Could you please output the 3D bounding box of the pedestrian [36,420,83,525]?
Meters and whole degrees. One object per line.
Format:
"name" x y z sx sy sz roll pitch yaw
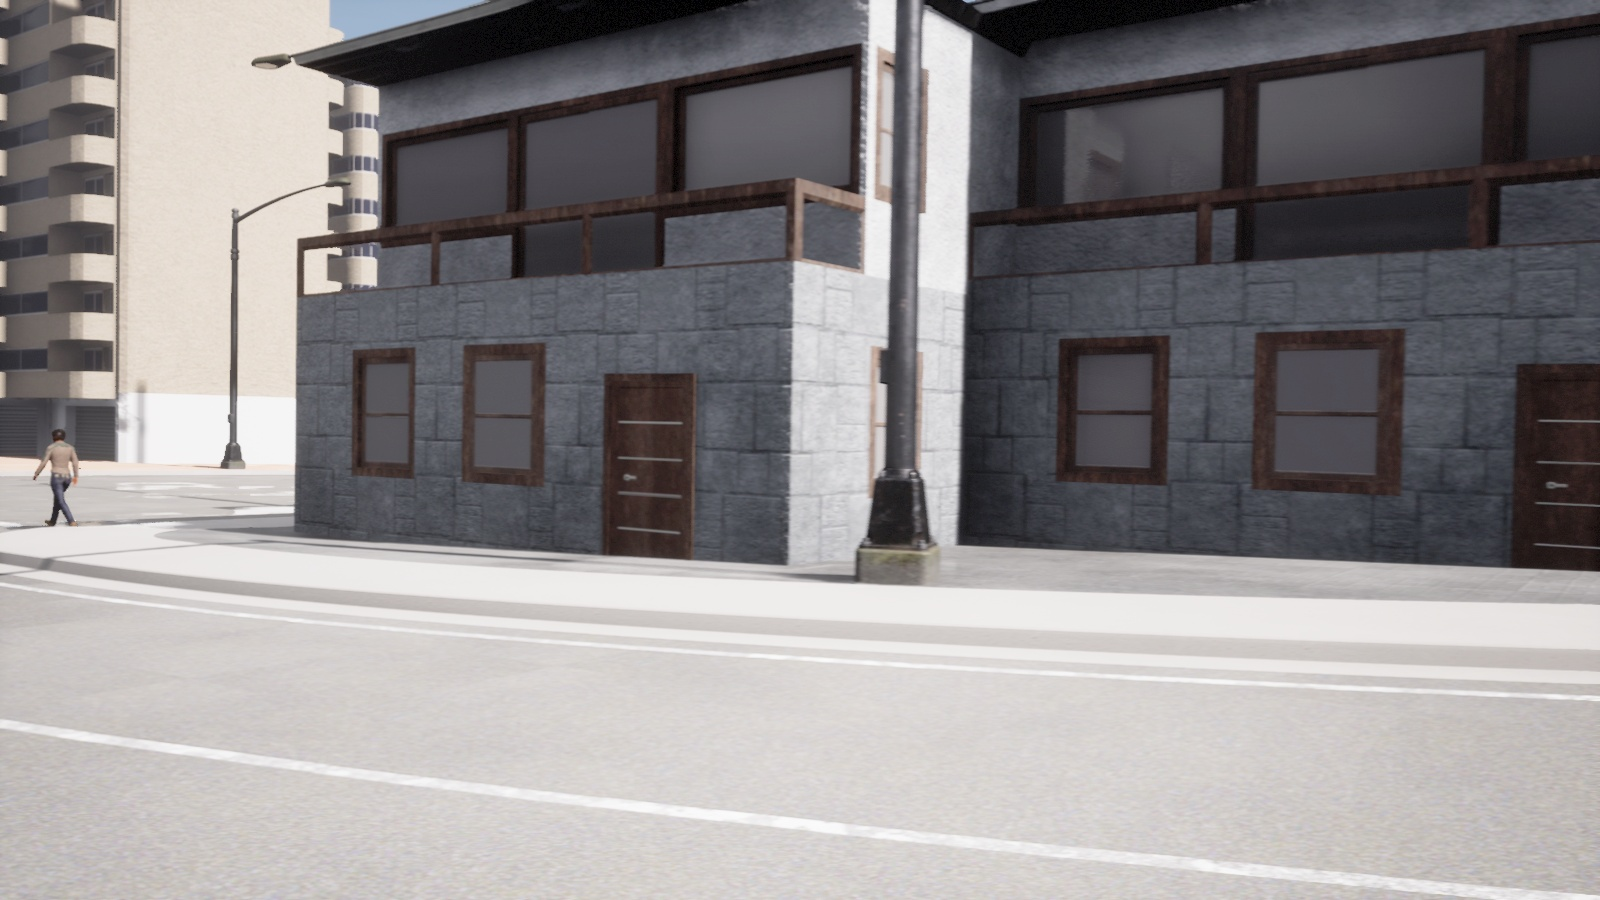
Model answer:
"pedestrian" -13.045 0.391 22.107 0.869 1.805 0.328 2 1 32
